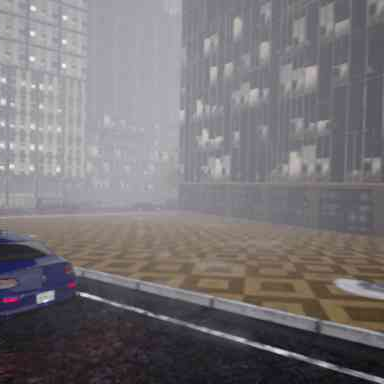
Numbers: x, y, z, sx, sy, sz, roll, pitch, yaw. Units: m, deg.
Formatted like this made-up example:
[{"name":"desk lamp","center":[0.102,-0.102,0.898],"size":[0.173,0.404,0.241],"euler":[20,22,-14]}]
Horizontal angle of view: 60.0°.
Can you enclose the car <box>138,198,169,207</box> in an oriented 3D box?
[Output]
[{"name":"car","center":[-6.311,1.723,55.091],"size":[4.829,1.417,1.752],"euler":[1,1,-34]}]

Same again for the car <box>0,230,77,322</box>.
[{"name":"car","center":[-4.213,1.510,6.680],"size":[4.674,1.442,1.812],"euler":[0,0,36]}]

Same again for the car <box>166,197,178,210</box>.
[{"name":"car","center":[-1.719,1.732,48.681],"size":[5.009,1.841,2.192],"euler":[1,1,-34]}]

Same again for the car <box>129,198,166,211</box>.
[{"name":"car","center":[-6.402,1.913,45.484],"size":[4.507,1.381,1.887],"euler":[1,1,-34]}]

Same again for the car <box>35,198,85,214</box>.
[{"name":"car","center":[-15.753,1.586,39.077],"size":[5.009,1.841,2.192],"euler":[1,1,-34]}]

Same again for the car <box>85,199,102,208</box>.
[{"name":"car","center":[-15.528,1.653,48.785],"size":[4.403,1.369,2.008],"euler":[1,1,-34]}]
